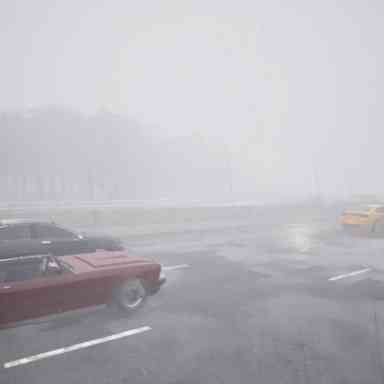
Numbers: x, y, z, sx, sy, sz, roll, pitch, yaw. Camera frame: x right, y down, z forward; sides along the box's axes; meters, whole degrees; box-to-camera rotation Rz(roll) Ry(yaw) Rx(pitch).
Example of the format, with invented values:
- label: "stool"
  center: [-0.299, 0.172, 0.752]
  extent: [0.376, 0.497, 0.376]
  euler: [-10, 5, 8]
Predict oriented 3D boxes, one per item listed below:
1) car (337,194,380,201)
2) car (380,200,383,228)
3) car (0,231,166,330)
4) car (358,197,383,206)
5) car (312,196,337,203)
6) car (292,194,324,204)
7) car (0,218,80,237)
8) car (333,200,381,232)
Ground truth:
- label: "car"
  center: [20.269, 1.260, 40.020]
  extent: [5.566, 2.045, 2.150]
  euler: [0, 0, -36]
- label: "car"
  center: [11.531, 1.370, 16.275]
  extent: [4.553, 1.767, 2.097]
  euler: [0, 0, -36]
- label: "car"
  center: [-2.860, 1.601, 6.005]
  extent: [4.718, 1.301, 1.895]
  euler: [0, 0, -36]
- label: "car"
  center: [29.905, 1.589, 55.541]
  extent: [4.718, 1.301, 1.895]
  euler: [0, 0, -36]
- label: "car"
  center: [18.261, 1.585, 42.887]
  extent: [5.357, 1.411, 2.033]
  euler: [0, 0, -36]
- label: "car"
  center: [16.117, 1.259, 45.651]
  extent: [5.566, 2.045, 2.150]
  euler: [0, 0, -36]
- label: "car"
  center: [-4.309, 1.506, 9.269]
  extent: [4.892, 1.490, 1.837]
  euler: [0, 0, -36]
- label: "car"
  center: [10.975, 1.498, 20.181]
  extent: [5.008, 1.535, 1.882]
  euler: [0, 0, -36]
